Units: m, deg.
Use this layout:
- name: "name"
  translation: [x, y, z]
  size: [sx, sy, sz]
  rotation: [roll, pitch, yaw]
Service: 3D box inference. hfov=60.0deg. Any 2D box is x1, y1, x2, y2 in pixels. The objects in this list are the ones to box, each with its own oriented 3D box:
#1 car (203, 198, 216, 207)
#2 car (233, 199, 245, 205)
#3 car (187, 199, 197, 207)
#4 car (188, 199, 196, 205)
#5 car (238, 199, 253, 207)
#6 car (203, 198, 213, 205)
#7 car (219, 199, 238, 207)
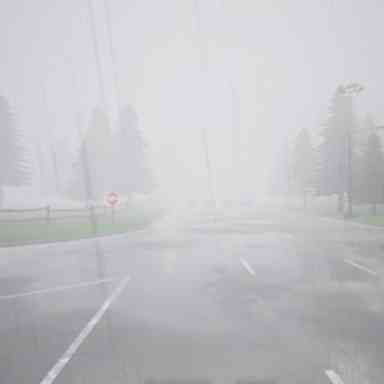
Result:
- name: "car"
  translation: [3.530, 2.093, 64.519]
  size: [1.882, 1.535, 5.008]
  rotation: [0, -1, 0]
- name: "car"
  translation: [10.535, 2.142, 74.966]
  size: [1.895, 1.301, 4.718]
  rotation: [0, -1, 0]
- name: "car"
  translation: [0.030, 2.108, 64.521]
  size: [2.128, 1.511, 4.902]
  rotation: [0, -1, 0]
- name: "car"
  translation: [0.035, 2.143, 74.971]
  size: [1.895, 1.301, 4.718]
  rotation: [0, -1, 0]
- name: "car"
  translation: [10.530, 2.163, 64.515]
  size: [2.033, 1.411, 5.357]
  rotation: [0, -1, 0]
- name: "car"
  translation: [3.535, 2.073, 74.940]
  size: [2.128, 1.511, 4.902]
  rotation: [0, -1, 0]
- name: "car"
  translation: [7.030, 2.107, 64.518]
  size: [2.128, 1.511, 4.902]
  rotation: [0, -1, 0]
